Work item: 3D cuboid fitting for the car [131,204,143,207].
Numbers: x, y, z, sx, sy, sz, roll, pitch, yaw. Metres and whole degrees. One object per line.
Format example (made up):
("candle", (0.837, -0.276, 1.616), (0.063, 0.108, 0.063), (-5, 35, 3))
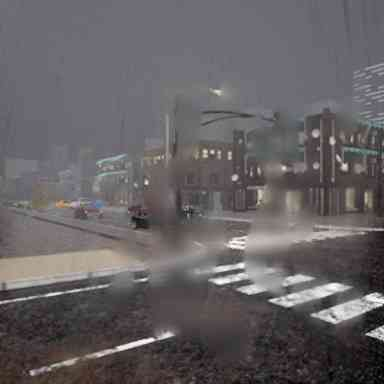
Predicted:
("car", (-6.856, 2.163, 43.025), (1.802, 1.307, 4.206), (-1, 0, -35))

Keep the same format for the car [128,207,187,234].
("car", (-2.527, 1.925, 22.280), (1.947, 1.339, 4.313), (-1, 0, -35))

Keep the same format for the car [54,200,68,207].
("car", (-29.324, 2.561, 74.593), (1.947, 1.339, 4.313), (-1, 0, -35))

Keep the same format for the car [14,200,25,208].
("car", (-32.942, 2.487, 65.223), (2.008, 1.369, 4.403), (-1, 0, -35))

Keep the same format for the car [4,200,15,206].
("car", (-45.779, 2.709, 83.261), (1.887, 1.381, 4.507), (-1, 0, -35))

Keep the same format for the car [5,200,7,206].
("car", (-42.570, 2.659, 78.752), (2.008, 1.369, 4.403), (-1, 0, -35))

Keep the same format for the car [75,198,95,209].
("car", (-19.699, 2.137, 61.065), (2.192, 1.841, 5.009), (-1, 0, -35))

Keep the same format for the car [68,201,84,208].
("car", (-22.905, 2.424, 65.573), (1.887, 1.381, 4.507), (-1, 0, -35))

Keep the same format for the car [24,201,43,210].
("car", (-26.424, 2.344, 56.065), (1.752, 1.417, 4.829), (-1, 0, -35))

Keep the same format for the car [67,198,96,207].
("car", (-18.226, 1.977, 54.543), (2.150, 2.045, 5.566), (0, -1, -36))

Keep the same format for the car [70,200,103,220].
("car", (-10.477, 1.958, 33.656), (1.967, 1.590, 4.097), (-1, 0, -35))

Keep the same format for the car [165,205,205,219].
("car", (-0.438, 2.006, 34.006), (2.008, 1.369, 4.403), (-1, 0, -35))

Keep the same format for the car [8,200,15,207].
("car", (-39.362, 2.491, 74.242), (1.967, 1.590, 4.097), (-1, 0, -35))

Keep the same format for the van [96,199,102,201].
("van", (-16.489, 2.104, 56.555), (1.690, 1.788, 3.998), (-1, 0, -35))

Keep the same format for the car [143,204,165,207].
("car", (-3.647, 2.100, 38.516), (1.802, 1.307, 4.206), (-1, 0, -35))

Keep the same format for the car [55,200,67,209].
("car", (-24.375, 2.346, 63.186), (1.882, 1.535, 5.008), (0, -1, -35))
